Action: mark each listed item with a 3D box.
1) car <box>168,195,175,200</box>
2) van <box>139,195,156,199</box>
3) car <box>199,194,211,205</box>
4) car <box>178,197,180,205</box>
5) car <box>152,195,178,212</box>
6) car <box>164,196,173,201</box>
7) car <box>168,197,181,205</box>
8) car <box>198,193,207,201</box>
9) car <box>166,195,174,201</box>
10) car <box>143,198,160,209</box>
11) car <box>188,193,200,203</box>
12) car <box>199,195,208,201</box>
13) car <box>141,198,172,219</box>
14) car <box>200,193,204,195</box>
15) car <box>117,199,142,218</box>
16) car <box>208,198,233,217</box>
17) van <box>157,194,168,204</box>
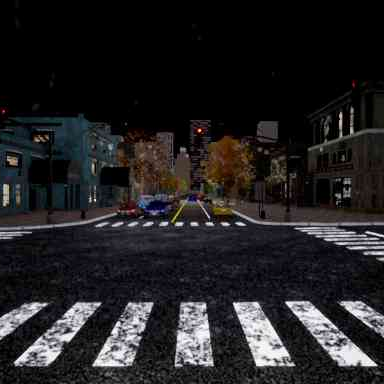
[{"bbox_3d":[-5.639,1.561,91.358,1.802,1.307,4.206,0,0,0],"label":"car"},{"bbox_3d":[-5.669,1.333,41.441,1.690,1.788,3.998,0,0,0],"label":"van"},{"bbox_3d":[2.723,1.539,58.075,2.008,1.369,4.403,-1,0,0],"label":"car"},{"bbox_3d":[-3.064,1.555,47.925,1.994,1.385,4.181,0,0,0],"label":"car"},{"bbox_3d":[-3.076,1.484,38.801,2.128,1.511,4.902,0,0,0],"label":"car"},{"bbox_3d":[-5.645,1.548,80.265,1.947,1.339,4.313,0,0,0],"label":"car"},{"bbox_3d":[-3.029,1.589,58.035,1.895,1.301,4.718,0,0,0],"label":"car"},{"bbox_3d":[2.737,1.296,85.807,2.192,1.841,5.009,-1,0,0],"label":"car"},{"bbox_3d":[-5.642,1.526,85.812,1.887,1.381,4.507,0,0,0],"label":"car"},{"bbox_3d":[-5.665,1.535,46.988,1.887,1.381,4.507,0,0,0],"label":"car"},{"bbox_3d":[0.109,1.463,70.776,1.882,1.535,5.008,0,0,0],"label":"car"},{"bbox_3d":[2.736,1.527,80.260,1.887,1.381,4.507,-1,0,0],"label":"car"},{"bbox_3d":[-3.099,1.520,29.602,1.812,1.442,4.674,0,0,0],"label":"car"},{"bbox_3d":[2.732,1.550,74.714,1.947,1.339,4.313,-1,0,0],"label":"car"},{"bbox_3d":[-5.674,1.576,30.348,1.802,1.307,4.206,0,0,0],"label":"car"},{"bbox_3d":[2.706,1.520,30.513,1.752,1.417,4.829,-1,0,0],"label":"car"},{"bbox_3d":[-5.656,1.328,63.626,1.690,1.788,3.998,0,0,0],"label":"van"}]
